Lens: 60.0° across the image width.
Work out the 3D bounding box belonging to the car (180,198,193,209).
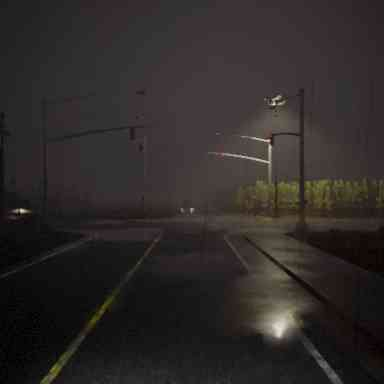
[{"bbox_3d":[-0.949,1.890,56.963,2.097,1.767,4.553,0,-1,-3],"label":"car"}]
